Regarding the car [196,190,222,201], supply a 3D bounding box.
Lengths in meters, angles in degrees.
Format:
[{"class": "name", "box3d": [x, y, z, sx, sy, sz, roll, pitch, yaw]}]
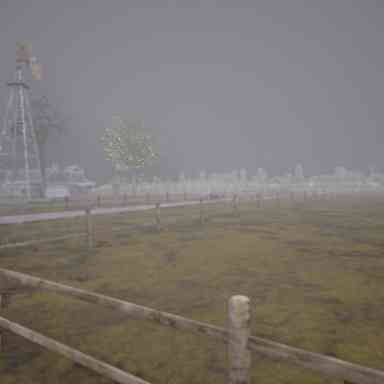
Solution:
[{"class": "car", "box3d": [2.461, 0.493, 47.479, 1.837, 1.490, 4.892, -1, 0, 36]}]
